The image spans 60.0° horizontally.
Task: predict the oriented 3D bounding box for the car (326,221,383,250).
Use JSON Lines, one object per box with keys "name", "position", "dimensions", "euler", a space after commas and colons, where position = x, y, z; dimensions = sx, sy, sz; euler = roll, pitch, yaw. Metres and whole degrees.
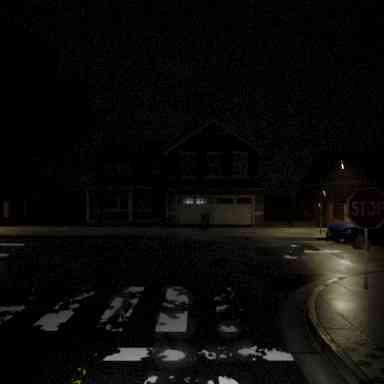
{"name": "car", "position": [8.252, 1.523, 13.925], "dimensions": [5.008, 1.535, 1.882], "euler": [0, 0, -1]}
